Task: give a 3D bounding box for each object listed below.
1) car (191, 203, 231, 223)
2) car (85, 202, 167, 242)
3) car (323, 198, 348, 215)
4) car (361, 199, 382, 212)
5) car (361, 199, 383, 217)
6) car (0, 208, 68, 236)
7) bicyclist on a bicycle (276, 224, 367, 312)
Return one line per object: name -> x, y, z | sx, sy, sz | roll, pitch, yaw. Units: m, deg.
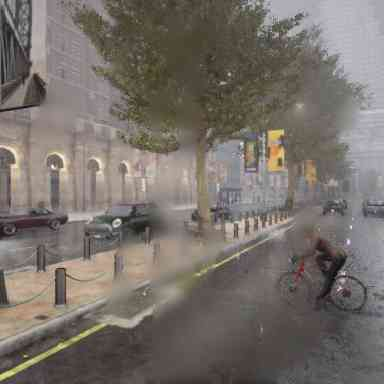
car -> 1.559, 1.564, 25.835 | 1.994, 1.385, 4.181 | 0, 0, 26
car -> -3.151, 1.351, 16.576 | 2.097, 1.767, 4.553 | 0, 0, 26
car -> 14.370, 1.505, 33.549 | 1.837, 1.490, 4.892 | 0, 0, 27
car -> 21.298, 1.547, 39.649 | 2.033, 1.411, 5.357 | 0, 0, 27
car -> 16.964, 1.492, 30.923 | 2.128, 1.511, 4.902 | 0, 0, 27
car -> -9.456, 1.595, 18.837 | 1.895, 1.301, 4.718 | 0, 0, 26
bicyclist on a bicycle -> 2.432, 1.455, 6.417 | 1.656, 1.620, 0.582 | -2, -1, 26
